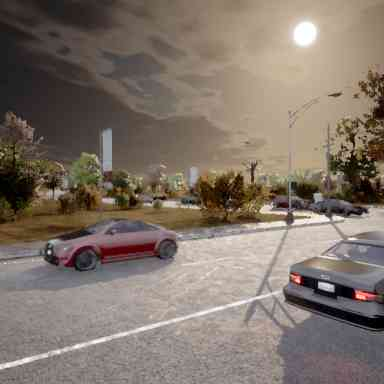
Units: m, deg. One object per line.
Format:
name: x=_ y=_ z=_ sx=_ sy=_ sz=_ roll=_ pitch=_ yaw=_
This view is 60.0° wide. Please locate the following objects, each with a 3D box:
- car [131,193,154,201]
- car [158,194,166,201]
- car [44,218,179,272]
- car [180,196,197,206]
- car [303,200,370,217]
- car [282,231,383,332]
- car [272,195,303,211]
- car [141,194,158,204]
car: x=-9.638 y=1.006 z=64.668 sx=2.128 sy=1.511 sz=4.902 roll=-1 pitch=0 yaw=-39
car: x=-7.658 y=1.258 z=73.405 sx=1.882 sy=1.535 sz=5.008 roll=-1 pitch=0 yaw=-38
car: x=-2.505 y=1.557 z=10.810 sx=4.181 sy=1.385 sz=1.994 roll=0 pitch=0 yaw=-36
car: x=0.371 y=1.368 z=52.109 sx=2.033 sy=1.411 sz=5.357 roll=-1 pitch=0 yaw=-39
car: x=12.974 y=1.388 z=29.766 sx=2.033 sy=1.411 sz=5.357 roll=0 pitch=0 yaw=-27
car: x=4.143 y=1.528 z=6.719 sx=5.357 sy=1.411 sz=2.033 roll=0 pitch=0 yaw=-36
car: x=11.562 y=1.166 z=38.247 sx=2.097 sy=1.767 sz=4.553 roll=-1 pitch=0 yaw=-39
car: x=-8.434 y=1.356 z=57.508 sx=1.837 sy=1.490 sz=4.892 roll=-1 pitch=0 yaw=-38
